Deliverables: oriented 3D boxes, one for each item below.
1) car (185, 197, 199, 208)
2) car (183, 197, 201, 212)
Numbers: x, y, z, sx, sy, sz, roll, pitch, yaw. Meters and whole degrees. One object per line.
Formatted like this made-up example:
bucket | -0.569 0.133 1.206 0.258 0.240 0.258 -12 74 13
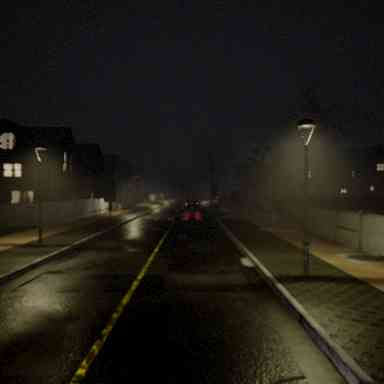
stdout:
car | 0.008 1.490 48.400 2.033 1.411 5.357 0 0 0
car | 0.005 1.443 37.887 2.128 1.511 4.902 0 0 0
